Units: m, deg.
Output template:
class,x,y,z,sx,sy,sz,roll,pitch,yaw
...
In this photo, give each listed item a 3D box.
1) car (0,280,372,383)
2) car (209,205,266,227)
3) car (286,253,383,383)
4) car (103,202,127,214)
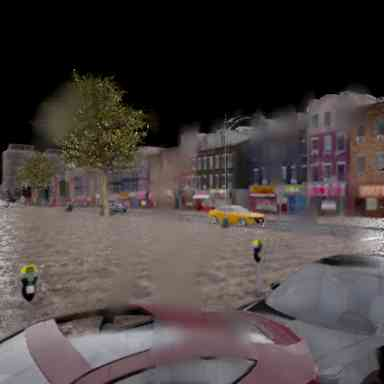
class,x,y,z,sx,sy,sz,roll,pitch,yaw
car,-0.772,1.585,2.260,4.206,1.307,1.802,0,0,-35
car,3.304,1.747,25.046,1.882,1.535,5.008,0,-1,-36
car,2.210,1.585,4.386,4.313,1.339,1.947,0,0,-35
car,-10.239,2.154,43.957,1.837,1.490,4.892,0,-2,-35
